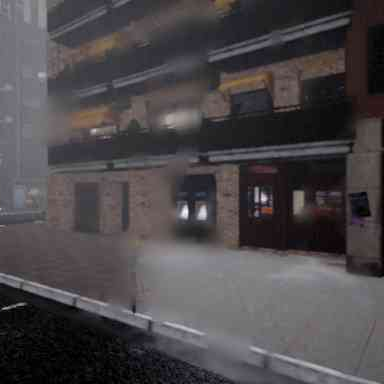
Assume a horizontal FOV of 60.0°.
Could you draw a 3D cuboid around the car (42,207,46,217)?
[{"bbox_3d":[-8.999,1.352,25.146,2.008,1.369,4.403,1,1,36],"label":"car"}]
